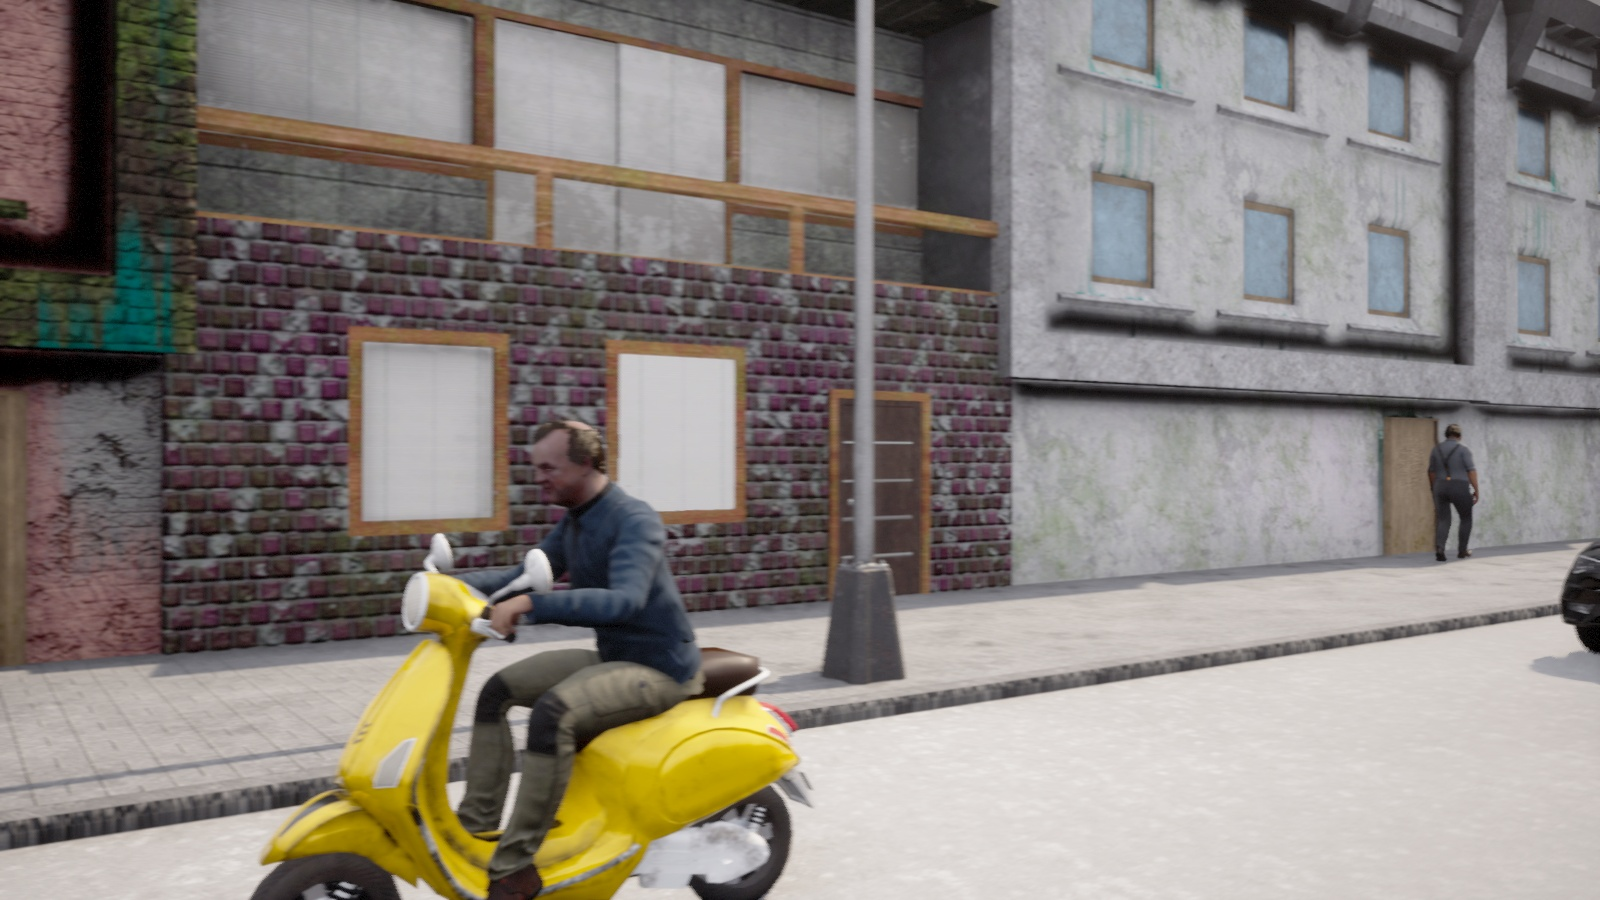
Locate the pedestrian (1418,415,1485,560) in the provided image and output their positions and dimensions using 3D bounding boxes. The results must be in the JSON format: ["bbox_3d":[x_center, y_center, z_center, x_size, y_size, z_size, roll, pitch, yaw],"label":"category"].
[{"bbox_3d":[8.510,0.479,16.398,0.694,1.848,0.540,0,0,-40],"label":"pedestrian"}]

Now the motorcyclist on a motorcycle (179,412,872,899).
[{"bbox_3d":[-0.771,0.709,3.732,1.817,1.590,0.866,0,0,-35],"label":"motorcyclist on a motorcycle"}]

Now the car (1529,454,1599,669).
[{"bbox_3d":[7.478,0.767,9.473,4.193,1.474,1.816,0,0,-35],"label":"car"}]
